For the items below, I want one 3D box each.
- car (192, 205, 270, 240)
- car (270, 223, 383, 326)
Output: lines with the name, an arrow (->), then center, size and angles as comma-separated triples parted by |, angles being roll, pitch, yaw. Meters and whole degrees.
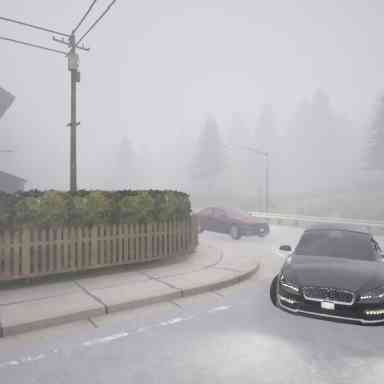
car -> 1.882, 1.478, 17.452 | 1.882, 1.535, 5.008 | 0, 0, -33
car -> 3.182, 1.505, 7.316 | 1.837, 1.490, 4.892 | 0, 0, 27
